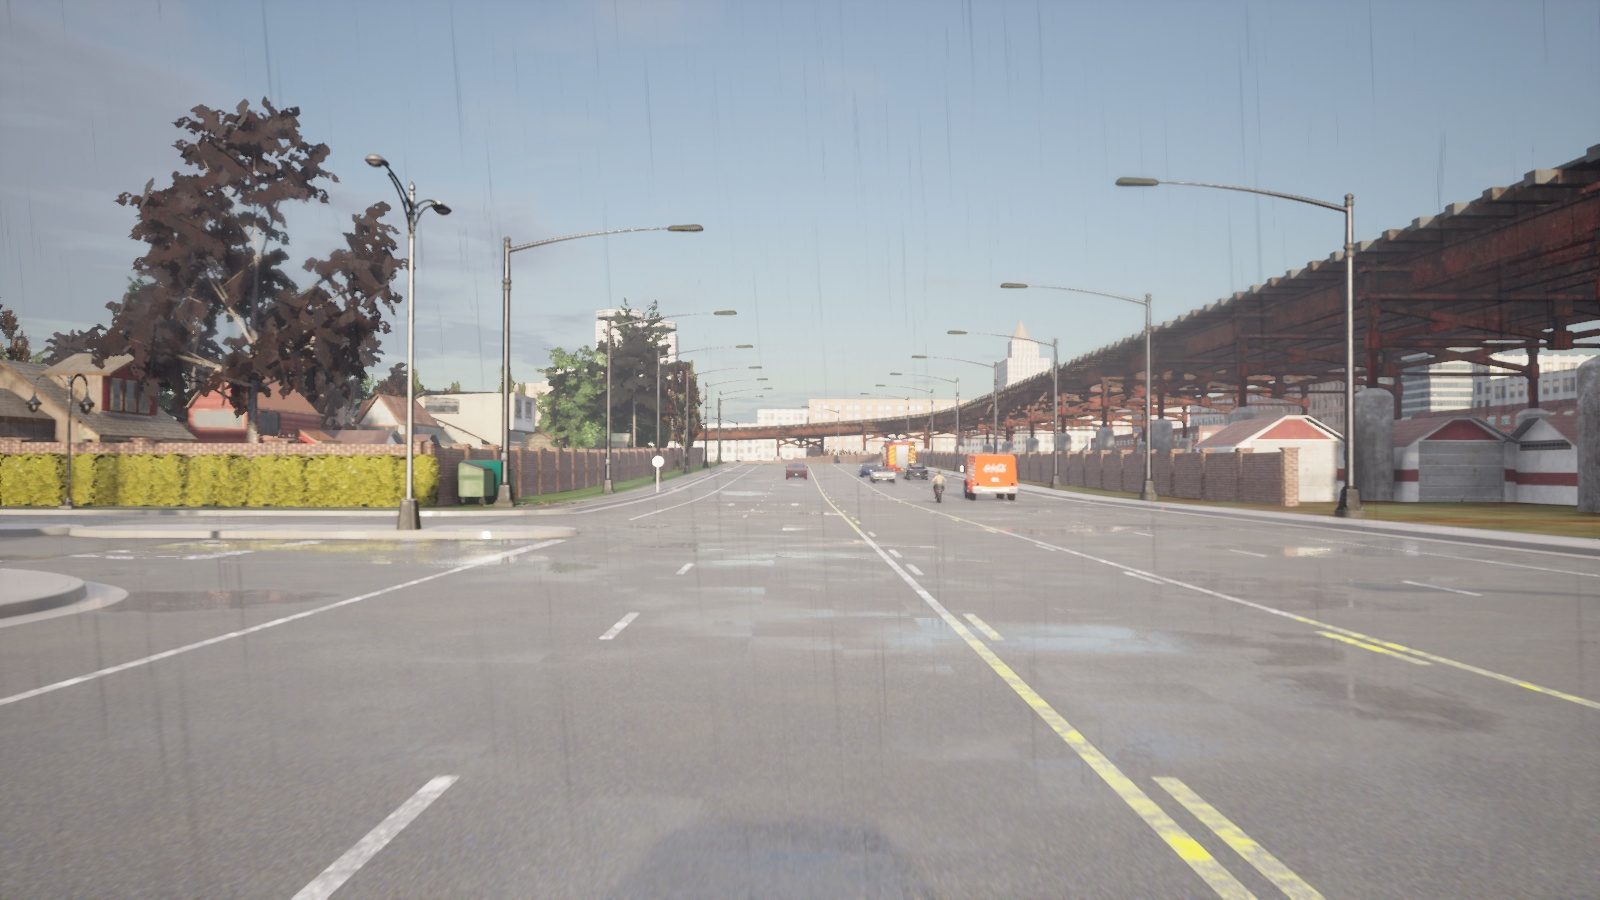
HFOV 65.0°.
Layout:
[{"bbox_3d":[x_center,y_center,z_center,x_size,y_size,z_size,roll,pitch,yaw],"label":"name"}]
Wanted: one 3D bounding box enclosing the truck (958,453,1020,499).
[{"bbox_3d":[10.318,1.400,69.072,2.627,2.467,5.204,0,0,0],"label":"truck"}]
